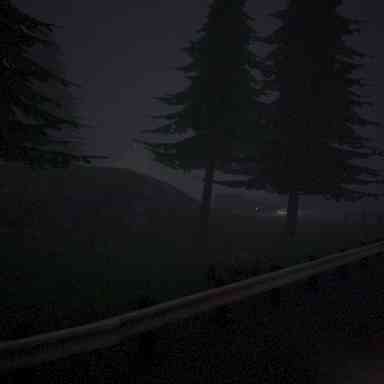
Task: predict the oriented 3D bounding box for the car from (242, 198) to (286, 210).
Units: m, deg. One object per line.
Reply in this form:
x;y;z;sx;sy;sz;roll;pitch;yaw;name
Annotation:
9.716;1.540;45.055;5.357;1.411;2.033;0;0;36;car

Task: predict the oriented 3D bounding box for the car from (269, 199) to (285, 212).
7.849;1.563;37.780;4.181;1.385;1.994;0;0;36;car

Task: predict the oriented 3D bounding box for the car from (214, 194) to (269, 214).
4.955;1.219;35.545;5.566;2.045;2.150;0;0;36;car

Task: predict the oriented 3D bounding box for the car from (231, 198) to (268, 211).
7.304;1.555;42.481;4.181;1.385;1.994;0;0;36;car
